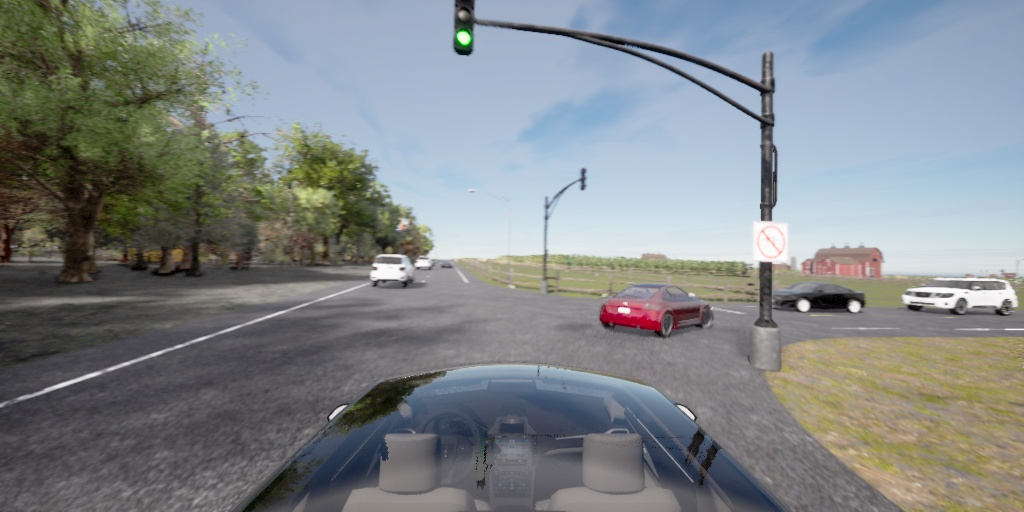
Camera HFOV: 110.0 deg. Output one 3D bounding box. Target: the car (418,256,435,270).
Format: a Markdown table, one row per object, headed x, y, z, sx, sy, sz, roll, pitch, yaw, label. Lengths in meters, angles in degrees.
| x | y | z | sx | sy | sz | roll | pitch | yaw | label |
| --- | --- | --- | --- | --- | --- | --- | --- | --- | --- |
| -13.661 | 1.072 | 55.987 | 2.150 | 2.045 | 5.566 | 2 | -1 | -10 | car |

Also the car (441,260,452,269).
| x | y | z | sx | sy | sz | roll | pitch | yaw | label |
| --- | --- | --- | --- | --- | --- | --- | --- | --- | --- |
| -11.660 | 1.545 | 64.000 | 1.994 | 1.385 | 4.181 | 2 | -1 | -10 | car |

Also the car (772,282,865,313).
| x | y | z | sx | sy | sz | roll | pitch | yaw | label |
| --- | --- | --- | --- | --- | --- | --- | --- | --- | --- |
| 15.780 | 2.103 | 18.820 | 5.008 | 1.535 | 1.882 | 2 | -2 | -10 | car |

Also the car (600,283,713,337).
| x | y | z | sx | sy | sz | roll | pitch | yaw | label |
| --- | --- | --- | --- | --- | --- | --- | --- | --- | --- |
| 4.594 | 1.562 | 11.248 | 4.181 | 1.385 | 1.994 | 4 | -3 | -42 | car |

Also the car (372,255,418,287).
| x | y | z | sx | sy | sz | roll | pitch | yaw | label |
| --- | --- | --- | --- | --- | --- | --- | --- | --- | --- |
| -7.969 | 0.950 | 24.359 | 2.150 | 2.045 | 5.566 | 2 | -1 | -10 | car |

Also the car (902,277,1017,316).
| x | y | z | sx | sy | sz | roll | pitch | yaw | label |
| --- | --- | --- | --- | --- | --- | --- | --- | --- | --- |
| 25.619 | 2.258 | 20.549 | 5.566 | 2.045 | 2.150 | 2 | -2 | -10 | car |
